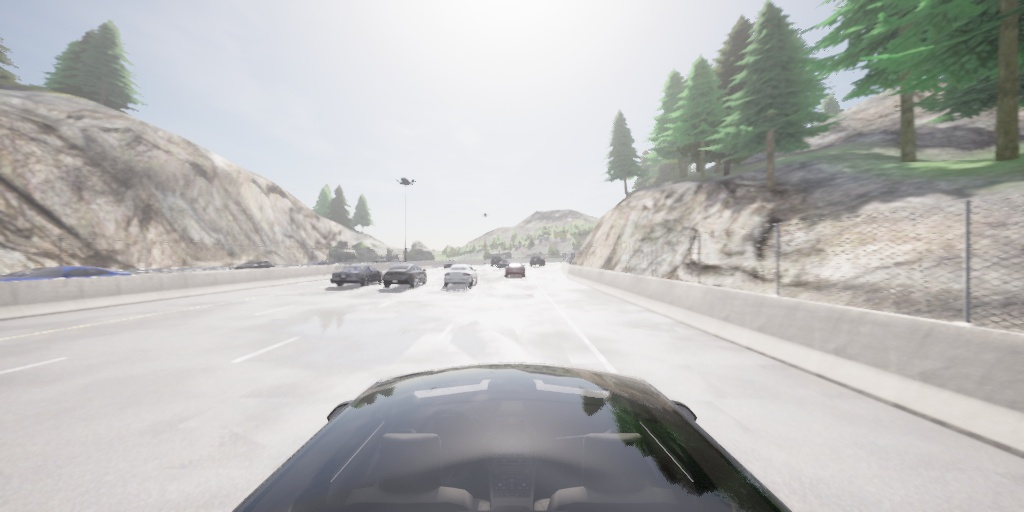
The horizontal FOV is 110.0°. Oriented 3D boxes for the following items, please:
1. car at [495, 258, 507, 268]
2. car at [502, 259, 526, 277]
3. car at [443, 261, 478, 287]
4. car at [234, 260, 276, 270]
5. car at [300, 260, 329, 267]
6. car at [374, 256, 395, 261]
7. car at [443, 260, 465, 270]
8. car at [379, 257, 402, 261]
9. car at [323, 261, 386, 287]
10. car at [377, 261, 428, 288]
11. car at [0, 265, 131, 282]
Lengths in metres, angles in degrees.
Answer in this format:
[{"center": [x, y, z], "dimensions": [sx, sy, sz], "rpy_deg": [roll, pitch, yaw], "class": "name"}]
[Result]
[{"center": [-0.879, 1.366, 59.892], "dimensions": [1.895, 1.301, 4.718], "rpy_deg": [0, 0, 13], "class": "car"}, {"center": [0.389, 1.323, 36.049], "dimensions": [1.994, 1.385, 4.181], "rpy_deg": [0, 0, 3], "class": "car"}, {"center": [-3.390, 1.282, 24.107], "dimensions": [1.812, 1.442, 4.674], "rpy_deg": [0, 0, 0], "class": "car"}, {"center": [-30.840, 1.264, 43.245], "dimensions": [1.837, 1.490, 4.892], "rpy_deg": [0, 0, 5], "class": "car"}, {"center": [-26.738, 1.312, 49.416], "dimensions": [2.033, 1.411, 5.357], "rpy_deg": [0, 0, 7], "class": "car"}, {"center": [-21.551, 1.015, 60.682], "dimensions": [2.150, 2.045, 5.566], "rpy_deg": [0, 0, 10], "class": "car"}, {"center": [-8.785, 1.365, 54.762], "dimensions": [1.895, 1.301, 4.718], "rpy_deg": [0, 0, 10], "class": "car"}, {"center": [-18.573, 1.311, 57.298], "dimensions": [2.033, 1.411, 5.357], "rpy_deg": [0, 0, 9], "class": "car"}, {"center": [-10.409, 1.304, 24.651], "dimensions": [2.033, 1.411, 5.357], "rpy_deg": [0, 0, 0], "class": "car"}, {"center": [-6.889, 1.261, 23.522], "dimensions": [1.837, 1.490, 4.892], "rpy_deg": [0, 0, 0], "class": "car"}, {"center": [-21.076, 1.232, 16.868], "dimensions": [1.882, 1.535, 5.008], "rpy_deg": [0, 0, 0], "class": "car"}]
